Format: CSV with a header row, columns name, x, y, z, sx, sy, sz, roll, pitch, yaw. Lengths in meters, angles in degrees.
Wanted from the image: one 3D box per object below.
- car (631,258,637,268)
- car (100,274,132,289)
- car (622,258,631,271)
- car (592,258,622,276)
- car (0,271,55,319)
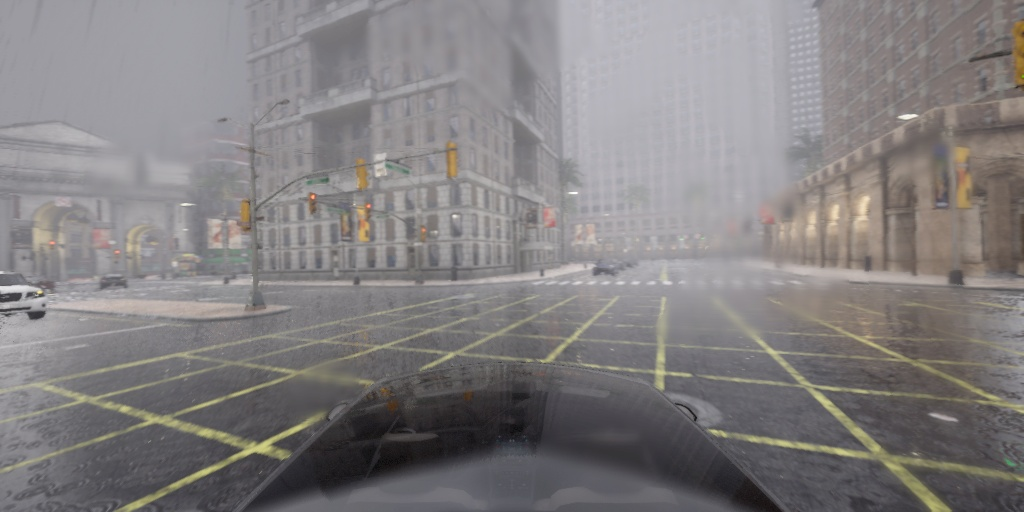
name,x,y,z,sx,sy,sz,roll,pitch,yaw
car,17.094,1.169,53.597,1.895,1.301,4.718,-2,0,24
car,-40.779,2.570,36.885,1.837,1.490,4.892,-1,0,-44
car,13.061,1.120,44.496,2.128,1.511,4.902,-2,0,24
car,9.475,1.032,36.190,2.097,1.767,4.553,-2,0,23
car,-21.666,1.638,14.755,5.566,2.045,2.150,-2,0,25
